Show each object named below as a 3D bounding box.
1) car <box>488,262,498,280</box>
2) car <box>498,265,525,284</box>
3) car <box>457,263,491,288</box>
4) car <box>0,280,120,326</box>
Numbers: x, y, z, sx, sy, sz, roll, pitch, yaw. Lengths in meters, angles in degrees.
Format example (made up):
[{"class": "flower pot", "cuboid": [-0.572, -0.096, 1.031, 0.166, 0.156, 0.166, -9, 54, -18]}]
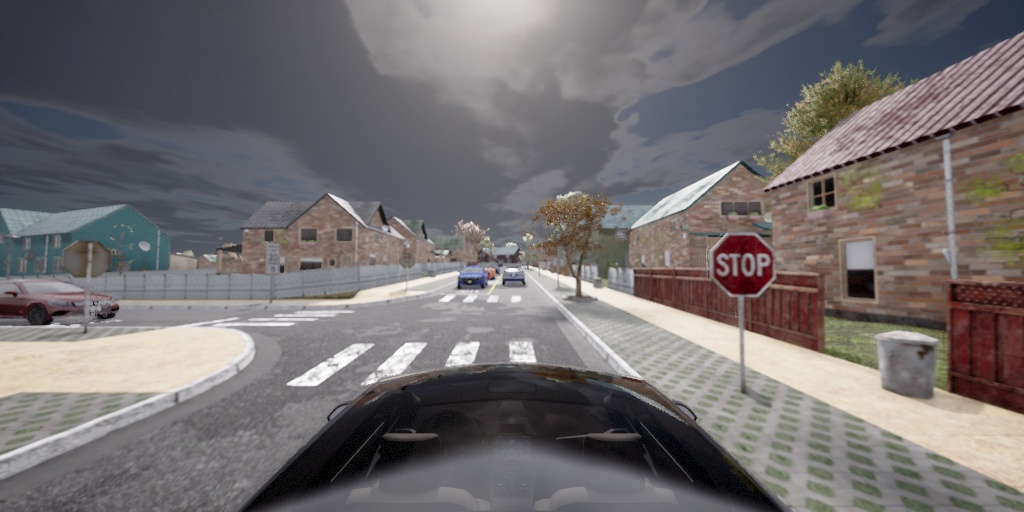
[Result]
[{"class": "car", "cuboid": [-2.800, 1.474, 36.213, 2.097, 1.767, 4.553, 0, -1, 0]}, {"class": "car", "cuboid": [0.138, 1.599, 30.477, 2.033, 1.411, 5.357, 0, -1, 0]}, {"class": "car", "cuboid": [-2.816, 1.483, 26.356, 1.882, 1.535, 5.008, 0, -1, 0]}, {"class": "car", "cuboid": [-15.981, 1.514, 12.091, 4.674, 1.442, 1.812, -1, -3, 7]}]
